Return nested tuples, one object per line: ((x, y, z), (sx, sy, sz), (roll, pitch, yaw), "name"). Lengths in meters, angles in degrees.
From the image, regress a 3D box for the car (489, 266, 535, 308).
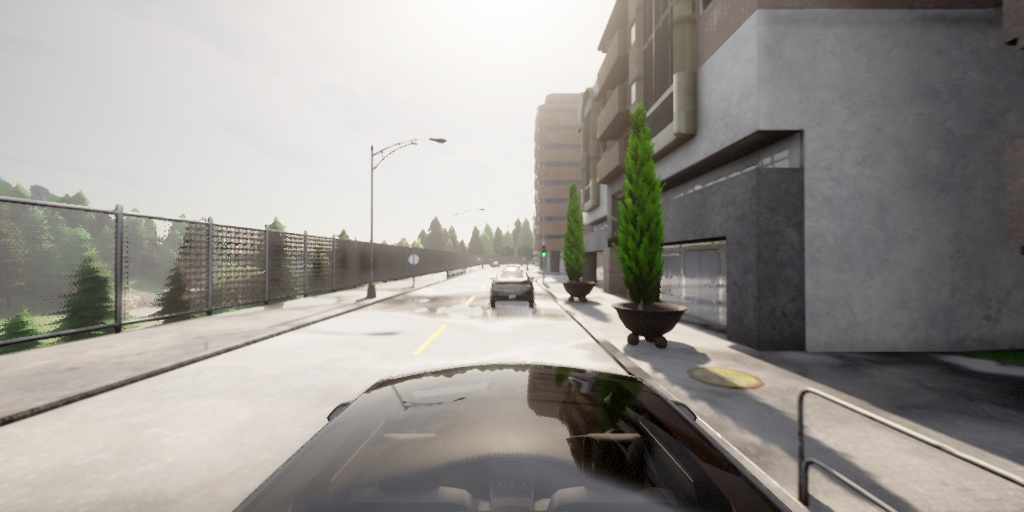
((0.011, 1.376, 16.151), (2.128, 1.511, 4.902), (0, 0, 0), "car")

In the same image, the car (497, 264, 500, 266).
((0.016, 1.567, 30.839), (2.033, 1.411, 5.357), (0, 0, 0), "car")
